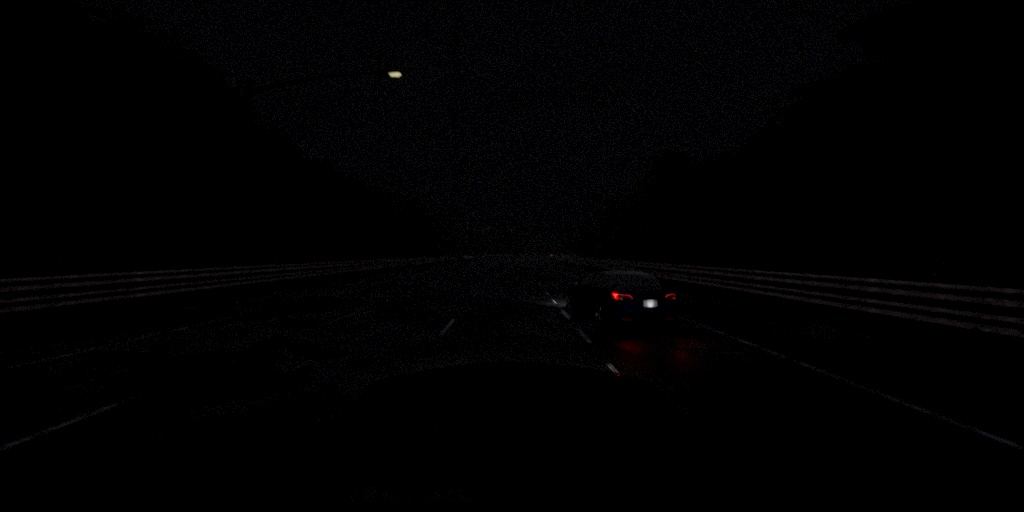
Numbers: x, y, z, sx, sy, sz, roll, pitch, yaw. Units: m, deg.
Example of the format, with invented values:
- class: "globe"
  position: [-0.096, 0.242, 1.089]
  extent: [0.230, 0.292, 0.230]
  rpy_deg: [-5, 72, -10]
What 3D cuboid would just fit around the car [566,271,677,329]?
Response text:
- class: "car"
  position: [3.093, 1.169, 10.968]
  extent: [2.163, 1.488, 4.792]
  rpy_deg: [0, 0, -6]
